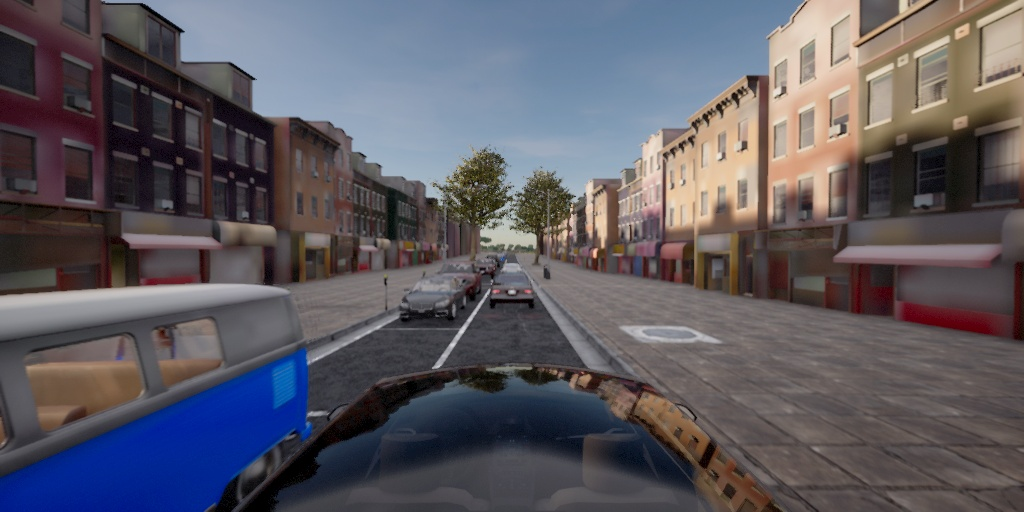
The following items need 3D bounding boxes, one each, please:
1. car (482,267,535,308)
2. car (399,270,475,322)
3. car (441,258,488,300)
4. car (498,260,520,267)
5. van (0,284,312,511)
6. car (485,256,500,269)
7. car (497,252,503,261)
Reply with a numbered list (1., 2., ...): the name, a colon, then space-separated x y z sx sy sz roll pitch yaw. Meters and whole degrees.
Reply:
1. car: 0.002 1.394 15.821 2.033 1.411 5.357 0 0 0
2. car: -2.639 1.384 12.668 2.007 1.370 4.403 0 0 0
3. car: -2.638 1.170 18.222 2.192 1.841 5.009 0 0 0
4. car: 0.007 1.363 31.217 1.812 1.442 4.674 0 0 0
5. van: -2.639 1.090 1.584 1.690 1.789 3.998 0 0 0
6. car: -2.637 1.129 34.866 2.192 1.841 5.009 0 0 0
7. car: -2.979 0.791 55.859 2.150 2.045 5.566 0 1 0
